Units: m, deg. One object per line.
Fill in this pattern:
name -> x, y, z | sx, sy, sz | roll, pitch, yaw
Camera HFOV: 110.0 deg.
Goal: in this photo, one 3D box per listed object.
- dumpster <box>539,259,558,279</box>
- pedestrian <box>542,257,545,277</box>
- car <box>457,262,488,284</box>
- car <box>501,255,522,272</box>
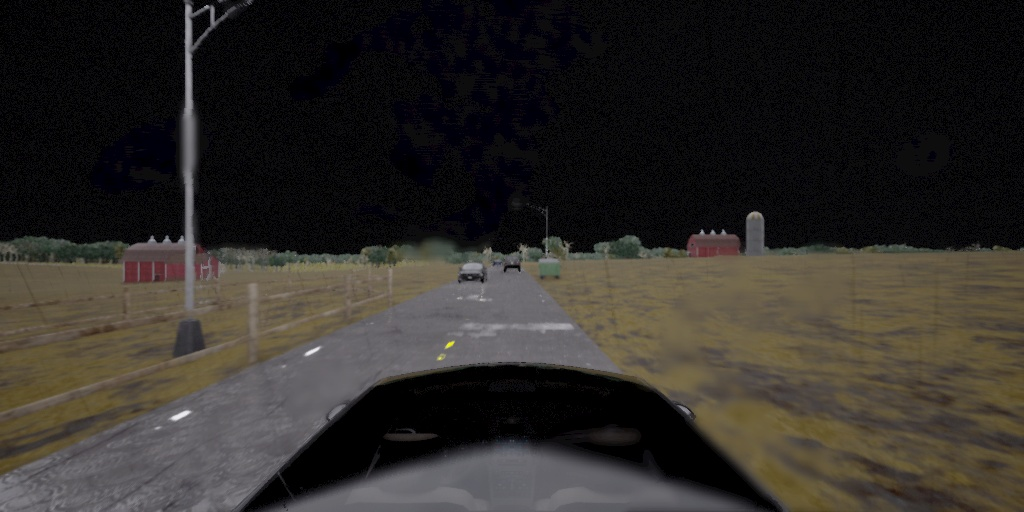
dumpster -> 3.125, 1.106, 31.079 | 1.020, 1.700, 1.940 | 0, 0, 0
pedestrian -> 2.825, 0.958, 32.083 | 0.375, 1.860, 0.375 | 0, 0, -10
car -> -2.847, 1.185, 26.721 | 1.882, 1.535, 5.008 | 0, 0, 0
car -> 0.048, 0.950, 46.587 | 2.150, 2.045, 5.566 | 0, 0, 1
